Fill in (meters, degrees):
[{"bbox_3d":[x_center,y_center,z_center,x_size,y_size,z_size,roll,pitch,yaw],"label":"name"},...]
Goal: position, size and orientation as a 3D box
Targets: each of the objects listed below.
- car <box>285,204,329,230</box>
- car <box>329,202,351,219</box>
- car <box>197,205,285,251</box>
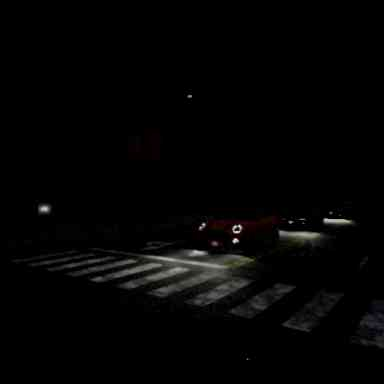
[{"bbox_3d":[7.335,1.568,22.027,1.837,1.490,4.892,0,0,35],"label":"car"},{"bbox_3d":[13.092,1.640,30.234,1.994,1.385,4.181,0,0,35],"label":"car"},{"bbox_3d":[2.140,1.406,14.613,2.097,1.767,4.553,0,0,35],"label":"car"}]
